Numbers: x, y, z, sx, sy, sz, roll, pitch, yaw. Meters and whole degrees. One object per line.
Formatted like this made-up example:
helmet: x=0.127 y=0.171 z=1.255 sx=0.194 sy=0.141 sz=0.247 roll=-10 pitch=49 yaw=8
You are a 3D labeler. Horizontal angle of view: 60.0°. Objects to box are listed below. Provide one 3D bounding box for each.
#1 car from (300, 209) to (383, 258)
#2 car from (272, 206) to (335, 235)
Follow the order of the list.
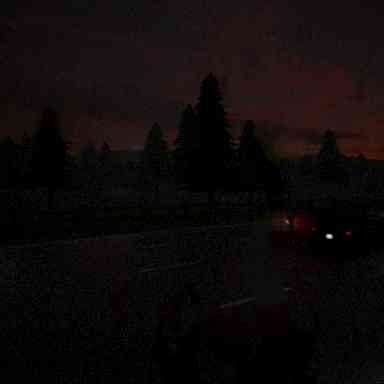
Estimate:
car: x=6.343 y=1.481 z=12.570 sx=4.181 sy=1.385 sz=1.994 roll=0 pitch=0 yaw=-35
car: x=6.446 y=1.447 z=16.941 sx=5.357 sy=1.411 sz=2.033 roll=0 pitch=0 yaw=-35
